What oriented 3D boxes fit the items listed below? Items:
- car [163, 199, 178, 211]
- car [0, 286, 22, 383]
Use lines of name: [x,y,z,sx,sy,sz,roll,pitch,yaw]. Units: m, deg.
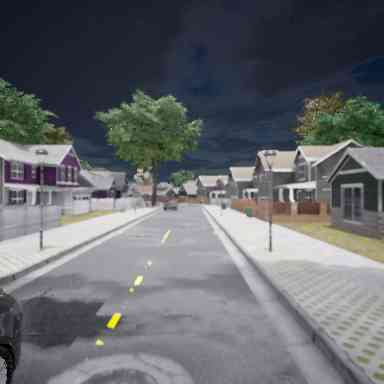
car: [-2.826,1.754,44.292,1.837,1.490,4.892,0,-1,0]
car: [-2.849,1.511,1.867,1.837,1.490,4.892,0,0,0]
